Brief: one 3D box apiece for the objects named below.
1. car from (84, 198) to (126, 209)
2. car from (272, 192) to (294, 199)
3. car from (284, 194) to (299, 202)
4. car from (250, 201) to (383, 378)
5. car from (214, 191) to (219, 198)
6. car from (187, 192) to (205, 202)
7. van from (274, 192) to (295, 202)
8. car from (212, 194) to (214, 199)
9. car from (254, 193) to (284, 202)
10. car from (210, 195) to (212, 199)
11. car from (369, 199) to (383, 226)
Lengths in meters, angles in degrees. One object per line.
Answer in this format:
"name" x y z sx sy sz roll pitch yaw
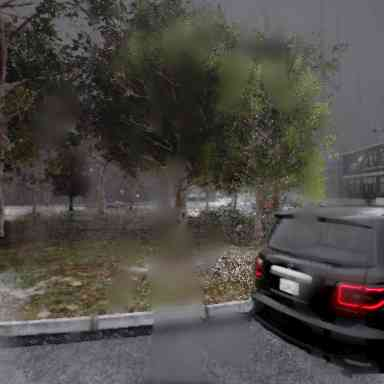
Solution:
"car" -11.591 1.545 44.415 5.357 1.411 2.033 0 0 -15
"car" 24.182 0.909 88.491 5.566 2.045 2.435 0 1 13
"car" 19.036 1.419 66.986 4.792 1.488 2.163 0 0 13
"car" 3.525 1.229 5.234 5.566 2.045 2.150 0 0 -28
"car" 3.641 0.919 89.507 5.566 2.045 2.435 0 1 13
"car" -0.098 1.213 73.385 4.553 1.767 2.185 0 0 13
"van" 20.871 1.102 75.123 4.442 1.987 1.878 0 1 13
"car" 2.398 1.237 84.138 4.892 1.521 2.231 0 1 13
"car" 8.820 1.381 40.136 2.097 1.767 4.553 0 0 -9
"car" 1.801 1.139 81.440 4.553 1.767 2.185 0 1 13
"car" 13.905 1.381 22.168 2.097 1.767 4.553 0 0 6
